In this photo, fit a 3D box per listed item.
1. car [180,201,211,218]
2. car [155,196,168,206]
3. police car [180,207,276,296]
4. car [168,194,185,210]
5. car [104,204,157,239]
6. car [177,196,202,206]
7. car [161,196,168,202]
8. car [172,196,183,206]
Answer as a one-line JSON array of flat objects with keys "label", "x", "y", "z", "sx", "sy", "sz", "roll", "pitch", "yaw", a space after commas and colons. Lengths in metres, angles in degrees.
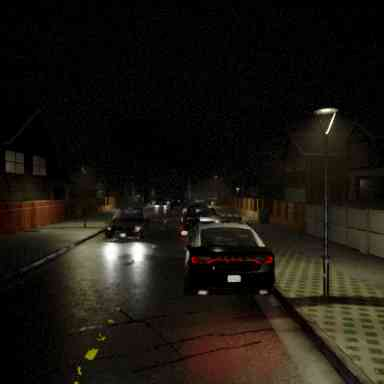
[{"label": "car", "x": 0.454, "y": 1.492, "z": 18.769, "sx": 1.882, "sy": 1.535, "sz": 5.008, "roll": 0, "pitch": 0, "yaw": -2}, {"label": "car", "x": -5.484, "y": 1.648, "z": 58.729, "sx": 1.812, "sy": 1.442, "sz": 4.674, "roll": 0, "pitch": 0, "yaw": -3}, {"label": "police car", "x": 0.745, "y": 1.427, "z": 8.835, "sx": 1.930, "sy": 1.638, "sz": 5.238, "roll": 0, "pitch": 0, "yaw": -1}, {"label": "car", "x": -1.833, "y": 1.309, "z": 45.804, "sx": 2.150, "sy": 2.045, "sz": 5.566, "roll": 0, "pitch": 0, "yaw": -3}, {"label": "car", "x": -3.200, "y": 1.562, "z": 17.646, "sx": 2.033, "sy": 1.411, "sz": 5.357, "roll": 0, "pitch": 0, "yaw": -2}, {"label": "car", "x": 0.177, "y": 1.379, "z": 24.762, "sx": 2.097, "sy": 1.767, "sz": 4.553, "roll": 0, "pitch": 0, "yaw": -3}, {"label": "car", "x": -6.901, "y": 1.696, "z": 84.029, "sx": 1.812, "sy": 1.442, "sz": 4.674, "roll": 0, "pitch": 0, "yaw": -3}, {"label": "car", "x": -2.670, "y": 1.600, "z": 60.100, "sx": 1.882, "sy": 1.535, "sz": 5.008, "roll": 0, "pitch": 0, "yaw": -3}]
